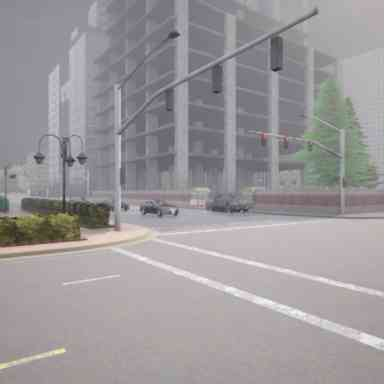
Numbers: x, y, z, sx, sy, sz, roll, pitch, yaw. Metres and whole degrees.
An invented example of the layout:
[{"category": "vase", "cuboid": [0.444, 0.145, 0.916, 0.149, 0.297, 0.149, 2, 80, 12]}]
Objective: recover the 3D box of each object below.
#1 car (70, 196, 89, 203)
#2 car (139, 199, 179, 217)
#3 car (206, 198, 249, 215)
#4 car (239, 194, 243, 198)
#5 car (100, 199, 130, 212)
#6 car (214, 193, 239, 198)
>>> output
[{"category": "car", "cuboid": [-16.566, 1.444, 48.927, 1.837, 1.490, 4.892, 0, 0, -36]}, {"category": "car", "cuboid": [-3.046, 1.430, 30.283, 2.128, 1.511, 4.902, 0, 0, -36]}, {"category": "car", "cuboid": [3.464, 1.536, 33.314, 1.895, 1.301, 4.718, 0, 0, -34]}, {"category": "car", "cuboid": [7.432, 1.098, 55.200, 1.905, 1.878, 3.866, 0, 0, -36]}, {"category": "car", "cuboid": [-9.152, 1.486, 38.688, 2.033, 1.411, 5.357, 0, 0, -36]}, {"category": "car", "cuboid": [5.043, 1.099, 53.485, 1.905, 1.878, 3.866, 0, 0, -36]}]
